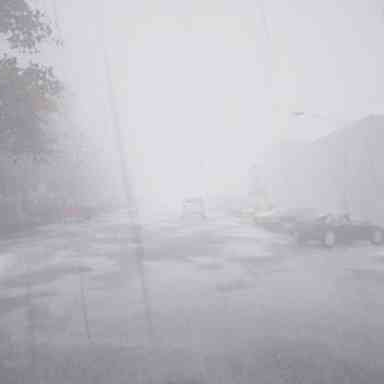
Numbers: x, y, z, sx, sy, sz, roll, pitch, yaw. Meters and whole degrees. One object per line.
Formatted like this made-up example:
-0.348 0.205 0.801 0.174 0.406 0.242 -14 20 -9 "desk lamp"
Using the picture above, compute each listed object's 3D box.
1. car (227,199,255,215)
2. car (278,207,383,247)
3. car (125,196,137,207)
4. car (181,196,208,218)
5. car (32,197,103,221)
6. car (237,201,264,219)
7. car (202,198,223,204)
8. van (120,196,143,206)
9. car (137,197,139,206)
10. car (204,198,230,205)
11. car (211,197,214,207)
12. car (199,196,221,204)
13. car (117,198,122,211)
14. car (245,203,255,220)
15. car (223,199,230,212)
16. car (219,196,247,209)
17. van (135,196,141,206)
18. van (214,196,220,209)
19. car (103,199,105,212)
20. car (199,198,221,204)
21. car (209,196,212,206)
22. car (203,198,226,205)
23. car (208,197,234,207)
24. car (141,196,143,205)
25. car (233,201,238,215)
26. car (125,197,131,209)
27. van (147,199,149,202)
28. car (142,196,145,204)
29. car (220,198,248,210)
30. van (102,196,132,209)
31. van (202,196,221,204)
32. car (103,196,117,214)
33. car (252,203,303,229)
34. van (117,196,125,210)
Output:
6.453 1.780 33.249 4.892 1.521 2.231 1 0 -22 "car"
6.889 1.651 15.660 4.892 1.521 2.231 1 -1 -21 "car"
-11.643 1.874 50.510 5.366 1.575 1.946 -1 -1 -21 "car"
0.109 1.506 33.793 2.150 2.045 5.566 0 0 -1 "car"
-11.268 1.467 29.854 5.566 2.045 2.435 -1 -1 -21 "car"
6.762 1.736 27.460 5.366 1.575 1.946 1 -1 -21 "car"
5.195 2.308 83.114 4.792 1.488 2.163 1 -1 -22 "car"
-12.375 1.837 68.054 4.442 1.987 1.878 0 0 -21 "van"
-11.961 1.973 56.323 4.674 1.452 2.002 0 0 -21 "car"
5.568 2.169 74.377 5.366 1.575 1.946 1 -1 -21 "car"
5.987 1.917 50.850 5.008 1.535 2.097 1 -1 -21 "car"
4.903 2.138 91.895 5.566 2.045 2.435 1 -1 -22 "car"
-11.617 1.835 41.599 4.792 1.488 2.163 -1 0 -21 "car"
6.669 1.755 24.453 4.674 1.452 2.002 1 0 -21 "car"
6.340 1.830 36.173 4.792 1.488 2.163 1 0 -21 "car"
6.251 1.719 42.060 4.553 1.767 2.185 1 0 -21 "car"
-11.937 1.737 59.320 4.442 1.987 1.878 0 -1 -21 "van"
5.966 1.663 47.872 4.442 1.987 1.878 1 0 -21 "van"
-11.391 1.769 32.767 4.792 1.488 2.163 -1 0 -21 "car"
4.836 2.344 88.899 5.366 1.575 1.946 1 -1 -22 "car"
5.817 1.845 56.707 4.553 1.767 2.185 1 -1 -21 "car"
5.419 2.241 80.236 5.366 1.575 1.946 1 -1 -22 "car"
5.655 1.939 65.516 4.553 1.767 2.185 1 0 -21 "car"
-12.118 2.035 62.215 4.674 1.452 2.002 0 -1 -21 "car"
6.519 1.798 30.320 4.674 1.452 2.002 1 0 -21 "car"
-11.733 1.853 47.497 4.892 1.521 2.231 -1 0 -21 "car"
-12.235 1.870 71.092 4.442 1.987 1.878 0 -1 -21 "van"
-12.196 2.067 65.159 4.674 1.452 2.002 0 -1 -22 "car"
6.299 1.823 39.120 4.892 1.521 2.231 1 0 -21 "car"
-12.000 1.681 53.340 4.442 1.987 1.878 0 0 -21 "van"
4.985 2.086 85.989 4.442 1.987 1.878 1 -1 -22 "van"
-11.489 1.657 38.679 4.553 1.767 2.185 -1 0 -22 "car"
6.749 1.694 21.521 4.892 1.521 2.231 1 0 -21 "car"
-11.772 1.604 44.507 4.442 1.987 1.878 0 0 -21 "van"
